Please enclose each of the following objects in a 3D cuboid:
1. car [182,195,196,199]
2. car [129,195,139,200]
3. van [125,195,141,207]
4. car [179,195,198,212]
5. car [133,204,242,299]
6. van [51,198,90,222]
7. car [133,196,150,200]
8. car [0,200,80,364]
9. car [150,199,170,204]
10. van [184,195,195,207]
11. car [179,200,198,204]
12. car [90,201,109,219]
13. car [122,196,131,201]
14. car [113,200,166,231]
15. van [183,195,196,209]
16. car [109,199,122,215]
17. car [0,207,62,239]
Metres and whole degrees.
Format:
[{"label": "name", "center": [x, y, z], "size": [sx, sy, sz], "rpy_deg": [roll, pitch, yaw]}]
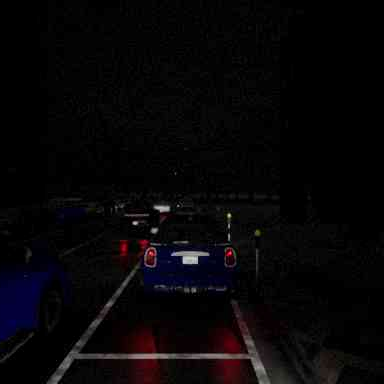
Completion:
[{"label": "car", "center": [-0.384, 1.446, 34.448], "size": [1.967, 1.590, 4.097], "rpy_deg": [0, 0, 0]}, {"label": "car", "center": [-8.910, 1.452, 45.324], "size": [1.967, 1.590, 4.097], "rpy_deg": [0, 0, 0]}, {"label": "van", "center": [-8.910, 1.355, 50.762], "size": [1.690, 1.788, 3.998], "rpy_deg": [0, 0, 0]}, {"label": "car", "center": [-0.384, 1.324, 39.886], "size": [2.192, 1.841, 5.009], "rpy_deg": [0, 0, 0]}, {"label": "car", "center": [-0.032, 1.353, 8.620], "size": [2.097, 1.767, 4.553], "rpy_deg": [0, 0, 0]}, {"label": "van", "center": [-8.909, 1.344, 23.573], "size": [1.690, 1.788, 3.998], "rpy_deg": [0, 0, 0]}, {"label": "car", "center": [-6.186, 1.612, 44.171], "size": [1.895, 1.301, 4.718], "rpy_deg": [0, 0, 1]}, {"label": "car", "center": [-3.145, 1.223, 3.213], "size": [2.150, 2.045, 5.566], "rpy_deg": [0, 0, 0]}, {"label": "car", "center": [-3.105, 1.607, 35.141], "size": [1.895, 1.301, 4.718], "rpy_deg": [0, 0, 1]}, {"label": "van", "center": [-0.384, 1.356, 50.761], "size": [1.690, 1.788, 3.998], "rpy_deg": [0, 0, 0]}, {"label": "car", "center": [-0.384, 1.528, 23.743], "size": [1.752, 1.417, 4.829], "rpy_deg": [0, 0, 0]}, {"label": "car", "center": [-8.909, 1.530, 28.841], "size": [1.752, 1.417, 4.829], "rpy_deg": [0, 0, 0]}, {"label": "car", "center": [-8.909, 1.534, 39.716], "size": [1.752, 1.417, 4.829], "rpy_deg": [0, 0, 0]}, {"label": "car", "center": [-3.099, 1.494, 20.749], "size": [2.128, 1.511, 4.902], "rpy_deg": [0, 0, 1]}, {"label": "van", "center": [-0.384, 1.353, 45.324], "size": [1.690, 1.788, 3.998], "rpy_deg": [0, 0, 0]}, {"label": "car", "center": [-8.909, 1.572, 34.448], "size": [1.947, 1.339, 4.313], "rpy_deg": [0, 0, 0]}, {"label": "car", "center": [-8.909, 1.567, 18.136], "size": [1.947, 1.339, 4.313], "rpy_deg": [0, 0, 0]}]
